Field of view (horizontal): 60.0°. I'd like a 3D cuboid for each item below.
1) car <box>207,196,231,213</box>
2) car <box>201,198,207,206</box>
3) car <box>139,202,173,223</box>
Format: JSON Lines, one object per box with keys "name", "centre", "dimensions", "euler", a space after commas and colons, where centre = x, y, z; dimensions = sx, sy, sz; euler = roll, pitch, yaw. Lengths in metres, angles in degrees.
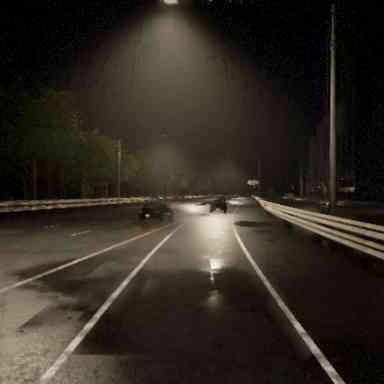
{"name": "car", "centre": [3.204, 1.603, 38.866], "dimensions": [1.837, 1.490, 4.892], "euler": [0, 0, 9]}
{"name": "car", "centre": [2.816, 1.736, 57.538], "dimensions": [1.895, 1.301, 4.718], "euler": [1, 0, 10]}
{"name": "car", "centre": [-2.767, 1.536, 26.001], "dimensions": [1.812, 1.442, 4.674], "euler": [0, 0, 10]}
